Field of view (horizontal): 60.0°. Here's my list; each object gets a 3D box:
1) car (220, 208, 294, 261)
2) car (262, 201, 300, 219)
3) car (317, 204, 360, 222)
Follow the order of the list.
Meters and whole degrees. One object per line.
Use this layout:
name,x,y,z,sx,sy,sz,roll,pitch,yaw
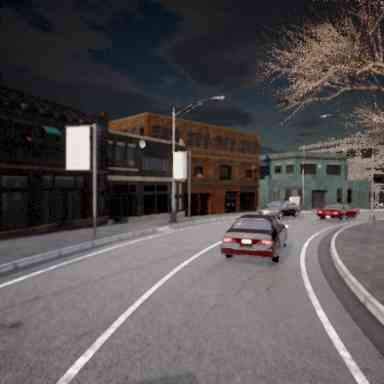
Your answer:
car,2.491,1.545,12.416,2.033,1.411,5.357,1,0,20
car,7.337,1.485,27.739,2.128,1.511,4.902,1,0,41
car,12.351,1.692,27.871,1.895,1.301,4.718,2,1,45
